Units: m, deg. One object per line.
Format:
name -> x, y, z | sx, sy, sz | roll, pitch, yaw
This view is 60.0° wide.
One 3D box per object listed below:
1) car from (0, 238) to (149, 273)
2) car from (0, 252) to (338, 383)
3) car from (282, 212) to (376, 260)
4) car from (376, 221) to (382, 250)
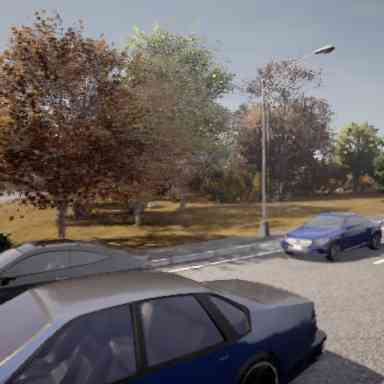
car -> -2.903, 1.660, 6.196 | 4.674, 1.442, 1.812 | 0, -1, -35
car -> -0.940, 1.611, 3.245 | 5.357, 1.411, 2.033 | -1, -1, -34
car -> 5.333, 1.505, 12.373 | 4.674, 1.442, 1.812 | -2, 0, -37
car -> 7.506, 1.411, 9.629 | 4.892, 1.490, 1.837 | -2, 0, -37
